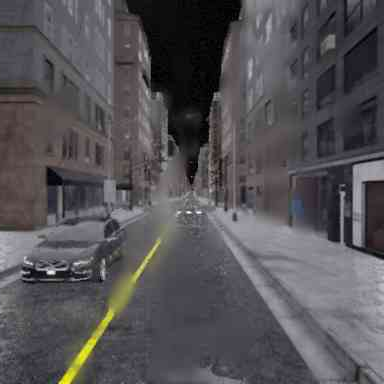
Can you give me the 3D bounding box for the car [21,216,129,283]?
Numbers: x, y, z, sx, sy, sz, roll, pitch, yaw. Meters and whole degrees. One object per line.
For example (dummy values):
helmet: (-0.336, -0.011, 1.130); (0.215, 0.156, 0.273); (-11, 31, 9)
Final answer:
car: (-3.098, 1.517, 9.745); (1.837, 1.490, 4.892); (0, 0, 0)
